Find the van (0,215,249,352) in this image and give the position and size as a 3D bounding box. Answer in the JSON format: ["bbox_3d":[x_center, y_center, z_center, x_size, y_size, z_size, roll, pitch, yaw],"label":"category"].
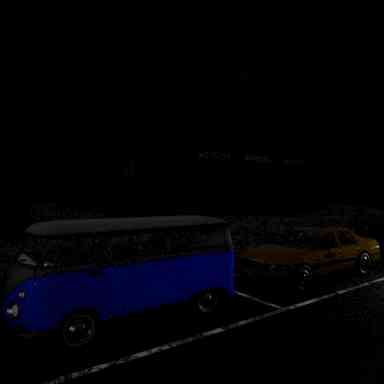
[{"bbox_3d":[-1.079,1.341,5.877,3.998,1.788,1.690,0,0,-35],"label":"van"}]

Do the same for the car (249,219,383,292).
[{"bbox_3d":[3.216,1.525,8.927,4.829,1.417,1.752,0,0,-35],"label":"car"}]
